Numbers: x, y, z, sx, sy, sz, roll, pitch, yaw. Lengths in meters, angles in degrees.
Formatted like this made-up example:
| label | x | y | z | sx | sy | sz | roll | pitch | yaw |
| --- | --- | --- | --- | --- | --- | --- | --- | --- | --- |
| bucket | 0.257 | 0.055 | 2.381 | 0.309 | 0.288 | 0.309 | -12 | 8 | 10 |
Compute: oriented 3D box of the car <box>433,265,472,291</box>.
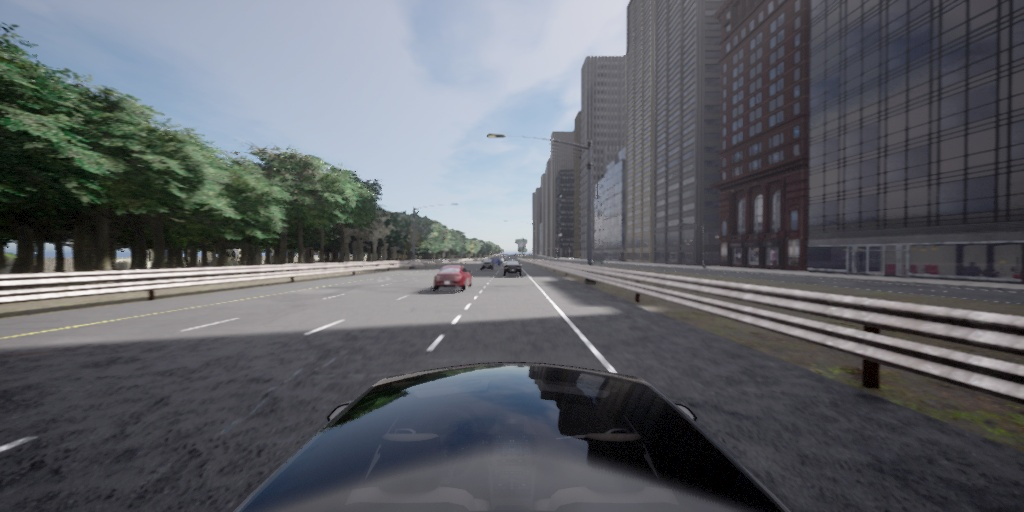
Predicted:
| label | x | y | z | sx | sy | sz | roll | pitch | yaw |
| --- | --- | --- | --- | --- | --- | --- | --- | --- | --- |
| car | -3.508 | 1.290 | 21.723 | 1.812 | 1.442 | 4.674 | 0 | 0 | 0 |

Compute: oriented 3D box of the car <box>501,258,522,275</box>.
| label | x | y | z | sx | sy | sz | roll | pitch | yaw |
| --- | --- | --- | --- | --- | --- | --- | --- | --- | --- |
| car | 0.054 | 1.282 | 39.133 | 1.882 | 1.535 | 5.008 | 0 | 0 | 0 |

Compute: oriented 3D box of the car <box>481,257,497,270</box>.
| label | x | y | z | sx | sy | sz | roll | pitch | yaw |
| --- | --- | --- | --- | --- | --- | --- | --- | --- | --- |
| car | -3.610 | 1.342 | 54.277 | 1.837 | 1.490 | 4.892 | 0 | 0 | 0 |
